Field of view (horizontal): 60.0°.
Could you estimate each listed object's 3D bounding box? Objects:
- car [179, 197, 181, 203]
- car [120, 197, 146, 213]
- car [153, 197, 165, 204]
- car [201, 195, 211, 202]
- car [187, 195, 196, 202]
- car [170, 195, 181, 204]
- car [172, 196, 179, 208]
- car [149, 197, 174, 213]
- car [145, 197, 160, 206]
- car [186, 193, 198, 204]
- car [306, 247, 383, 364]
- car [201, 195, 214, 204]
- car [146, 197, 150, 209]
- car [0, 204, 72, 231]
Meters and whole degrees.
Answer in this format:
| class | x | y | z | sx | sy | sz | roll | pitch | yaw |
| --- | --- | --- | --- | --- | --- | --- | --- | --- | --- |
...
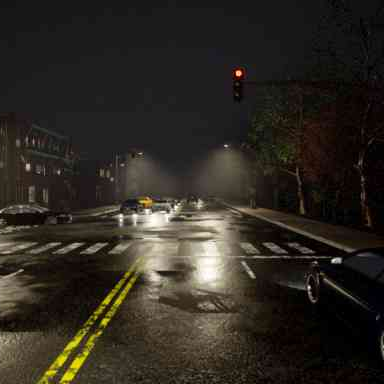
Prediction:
| class | x | y | z | sx | sy | sz | roll | pitch | yaw |
| --- | --- | --- | --- | --- | --- | --- | --- | --- | --- |
| car | -3.348 | 1.581 | 56.332 | 1.895 | 1.301 | 4.718 | 0 | 0 | 0 |
| car | -6.637 | 1.515 | 36.831 | 1.812 | 1.442 | 4.674 | 0 | 0 | 1 |
| car | -6.567 | 1.577 | 65.883 | 1.895 | 1.301 | 4.718 | 0 | 0 | 0 |
| car | 3.210 | 1.509 | 78.581 | 2.033 | 1.411 | 5.357 | 0 | 0 | 0 |
| car | -0.040 | 1.494 | 78.836 | 2.128 | 1.511 | 4.902 | 0 | 0 | 0 |
| car | -3.314 | 1.453 | 66.608 | 1.882 | 1.535 | 5.008 | 0 | 0 | 0 |
| car | -3.361 | 1.476 | 46.253 | 2.128 | 1.511 | 4.902 | 0 | 0 | 0 |
| car | -3.358 | 1.515 | 36.985 | 1.812 | 1.442 | 4.674 | 0 | 0 | 0 |
| car | -6.604 | 1.545 | 55.827 | 1.994 | 1.385 | 4.181 | 0 | 0 | 0 |
| car | 0.069 | 1.199 | 65.220 | 2.150 | 2.045 | 5.566 | 0 | 0 | 0 |
| car | 3.335 | 1.563 | 5.302 | 1.994 | 1.385 | 4.181 | 0 | 0 | 1 |
| car | 3.321 | 1.465 | 64.608 | 2.128 | 1.511 | 4.902 | 0 | 0 | 0 |
| car | -6.610 | 1.463 | 45.916 | 1.882 | 1.535 | 5.008 | 0 | 0 | 0 |
| car | -10.204 | 1.535 | 20.948 | 4.902 | 1.511 | 2.128 | -2 | 0 | -9 |
